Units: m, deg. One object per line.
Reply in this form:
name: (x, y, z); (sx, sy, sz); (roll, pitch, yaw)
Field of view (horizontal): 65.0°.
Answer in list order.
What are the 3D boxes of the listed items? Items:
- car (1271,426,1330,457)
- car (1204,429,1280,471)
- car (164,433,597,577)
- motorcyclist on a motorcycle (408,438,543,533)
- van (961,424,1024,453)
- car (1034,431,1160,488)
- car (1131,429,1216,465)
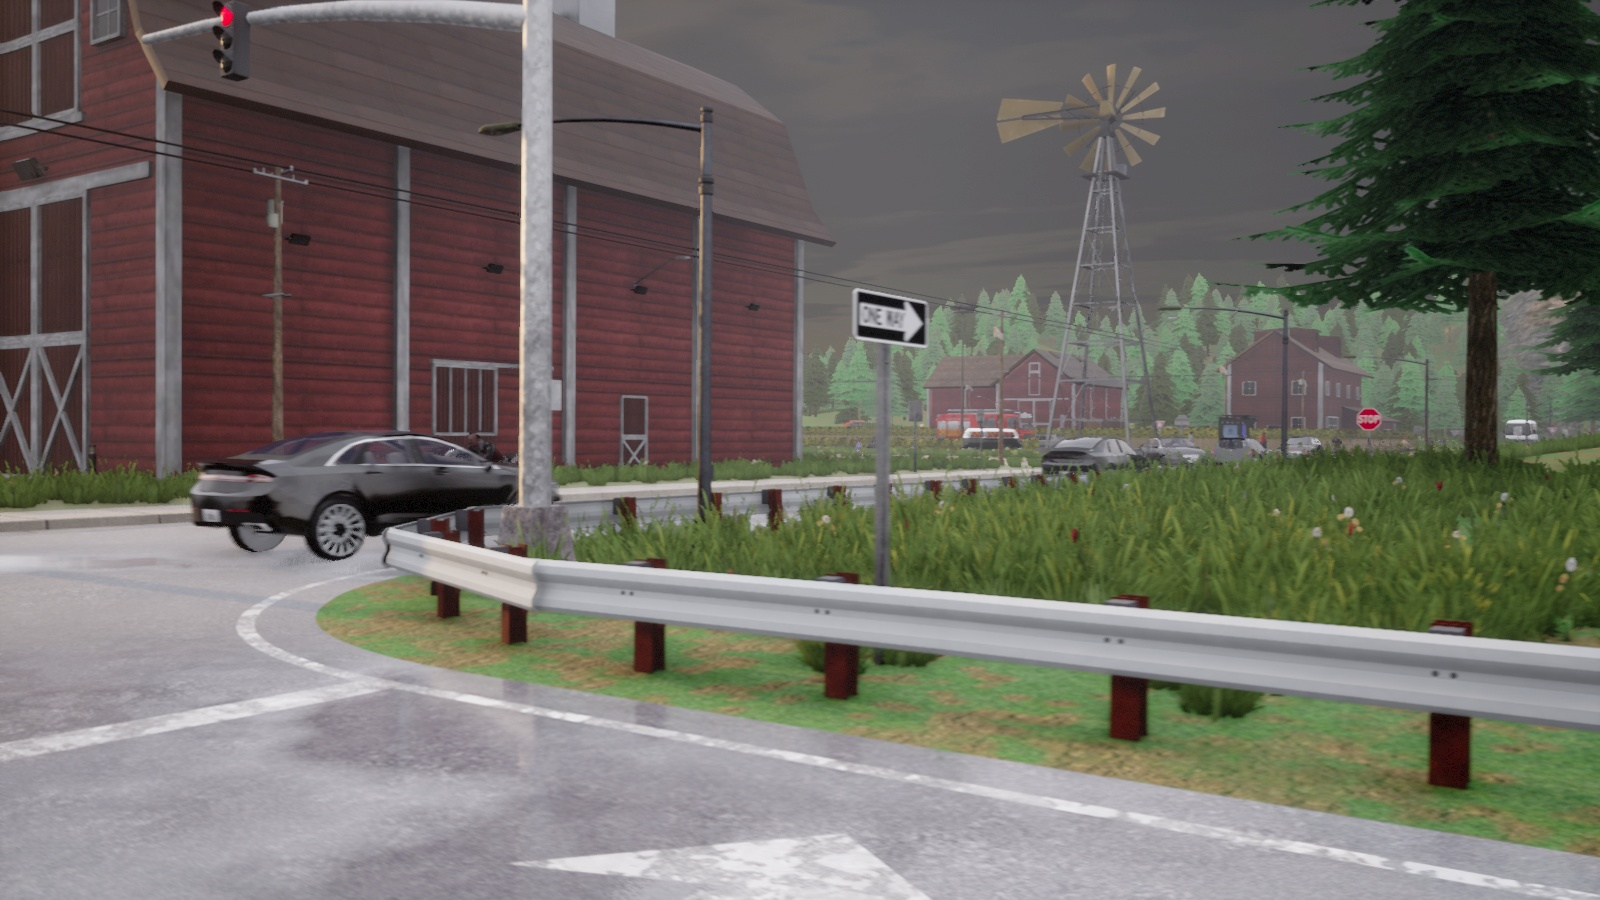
car: (27.942, -0.499, 70.063); (2.033, 1.649, 4.856); (0, 1, 35)
car: (16.910, -0.017, 47.934); (1.845, 1.501, 3.633); (0, 1, 35)
car: (-5.116, 0.561, 16.028); (2.128, 1.511, 4.902); (0, 1, 36)
motorcyclist on a motorcycle: (-5.548, 0.573, 21.580); (0.866, 1.530, 2.191); (0, 1, 35)
van: (14.395, -0.867, 93.806); (4.480, 2.038, 2.069); (-1, 1, 14)
car: (8.536, 0.215, 35.810); (1.837, 1.490, 4.892); (0, 1, 35)
car: (16.200, -0.155, 54.738); (2.128, 1.511, 4.902); (0, 1, -2)
